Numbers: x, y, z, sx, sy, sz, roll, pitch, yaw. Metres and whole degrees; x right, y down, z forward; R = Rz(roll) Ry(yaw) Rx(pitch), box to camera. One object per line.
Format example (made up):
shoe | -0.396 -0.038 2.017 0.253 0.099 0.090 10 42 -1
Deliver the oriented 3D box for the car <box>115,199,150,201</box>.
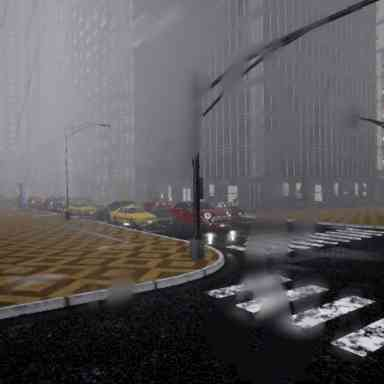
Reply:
car | -5.990 1.478 29.943 1.837 1.490 4.892 -1 2 -36

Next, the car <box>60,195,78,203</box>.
car | -23.617 1.385 63.714 2.008 1.369 4.403 -1 1 -36

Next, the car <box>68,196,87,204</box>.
car | -20.371 1.388 59.204 1.887 1.381 4.507 -1 1 -36

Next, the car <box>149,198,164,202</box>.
car | -4.098 1.328 36.684 1.967 1.590 4.097 -1 1 -36

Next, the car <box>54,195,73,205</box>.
car | -22.417 1.358 57.838 1.882 1.535 5.008 -1 1 -35

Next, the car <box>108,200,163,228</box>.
car | -4.055 1.552 22.813 1.752 1.417 4.829 -1 1 -36

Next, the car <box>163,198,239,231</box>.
car | 0.445 1.346 20.992 2.097 1.767 4.553 -1 1 -36

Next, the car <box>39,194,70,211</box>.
car | -17.032 1.429 41.068 1.967 1.590 4.097 -1 1 -36

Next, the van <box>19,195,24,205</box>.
van | -26.770 1.302 54.600 1.690 1.788 3.998 -1 1 -36

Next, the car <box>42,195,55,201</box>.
car | -33.453 1.331 77.384 1.752 1.417 4.829 -1 1 -36

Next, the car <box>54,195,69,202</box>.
car | -26.862 1.407 68.225 1.802 1.307 4.206 -1 1 -36

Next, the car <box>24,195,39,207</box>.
car | -23.523 1.411 50.090 1.967 1.590 4.097 -1 1 -36

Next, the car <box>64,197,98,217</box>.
car | -10.490 1.533 31.877 1.752 1.417 4.829 -1 1 -36

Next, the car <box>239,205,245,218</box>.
car | 2.452 1.455 27.704 2.008 1.369 4.403 -1 1 -36

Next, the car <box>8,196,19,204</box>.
car | -33.258 1.493 63.623 2.008 1.369 4.403 -1 1 -36

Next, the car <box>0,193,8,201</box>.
car | -46.240 1.449 81.666 1.887 1.381 4.507 -1 1 -36

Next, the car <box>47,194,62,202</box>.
car | -30.109 1.255 72.735 1.967 1.590 4.097 -1 1 -36
